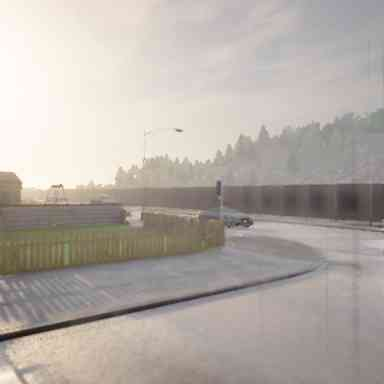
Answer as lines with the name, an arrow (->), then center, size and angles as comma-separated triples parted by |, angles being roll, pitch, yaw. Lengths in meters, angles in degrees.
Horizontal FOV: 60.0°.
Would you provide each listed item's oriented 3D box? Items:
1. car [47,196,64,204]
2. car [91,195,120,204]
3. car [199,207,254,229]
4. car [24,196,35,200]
car -> -25.770, 1.534, 62.712 | 2.097, 1.767, 4.553 | 1, -1, -36
car -> -10.926, 1.396, 41.920 | 2.150, 2.045, 5.566 | 1, 0, -36
car -> 2.320, 1.740, 23.342 | 1.994, 1.385, 4.181 | 1, 0, -36
car -> -41.190, 1.731, 84.305 | 1.994, 1.385, 4.181 | 1, 0, -36
